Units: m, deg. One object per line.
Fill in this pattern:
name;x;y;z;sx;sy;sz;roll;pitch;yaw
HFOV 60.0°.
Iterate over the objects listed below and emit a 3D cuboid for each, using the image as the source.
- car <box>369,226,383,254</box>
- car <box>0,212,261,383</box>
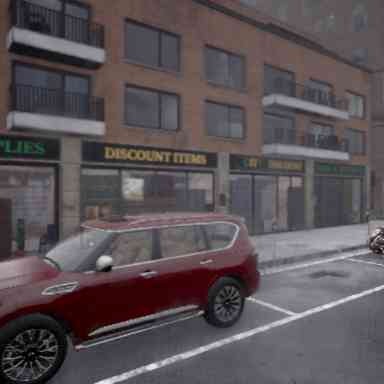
car;8.203;1.429;12.036;4.097;1.590;1.967;0;0;-35
car;-1.050;1.313;5.438;5.009;1.841;2.192;0;0;-35
